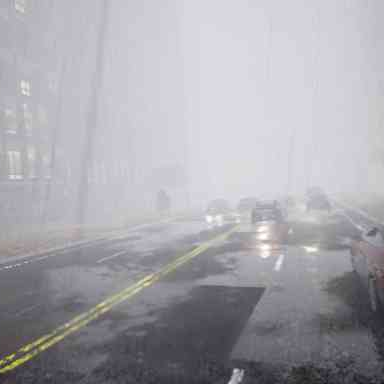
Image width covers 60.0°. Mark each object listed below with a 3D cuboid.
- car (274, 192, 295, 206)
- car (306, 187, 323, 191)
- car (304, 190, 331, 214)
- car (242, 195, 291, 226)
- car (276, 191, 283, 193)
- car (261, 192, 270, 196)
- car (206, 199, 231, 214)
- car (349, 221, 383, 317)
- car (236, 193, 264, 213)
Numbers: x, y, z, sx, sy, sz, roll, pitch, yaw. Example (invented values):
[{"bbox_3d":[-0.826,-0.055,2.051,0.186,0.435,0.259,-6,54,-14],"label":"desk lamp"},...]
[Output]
[{"bbox_3d":[10.984,1.026,38.904,1.895,1.301,4.718,-4,0,19],"label":"car"},{"bbox_3d":[15.799,0.325,43.103,2.150,2.045,5.566,-4,0,20],"label":"car"},{"bbox_3d":[10.386,0.900,27.519,2.128,1.511,4.902,-4,0,20],"label":"car"},{"bbox_3d":[4.995,1.254,21.658,2.128,1.511,4.902,-4,0,19],"label":"car"},{"bbox_3d":[19.248,0.516,72.944,2.128,1.511,4.902,-4,0,19],"label":"car"},{"bbox_3d":[16.185,0.714,74.010,1.837,1.490,4.892,-4,0,19],"label":"car"},{"bbox_3d":[2.874,1.479,35.902,2.128,1.511,4.902,-4,0,19],"label":"car"},{"bbox_3d":[4.260,1.259,6.482,1.812,1.442,4.674,-4,0,19],"label":"car"},{"bbox_3d":[5.850,1.245,34.596,1.882,1.535,5.008,-4,-1,19],"label":"car"}]
